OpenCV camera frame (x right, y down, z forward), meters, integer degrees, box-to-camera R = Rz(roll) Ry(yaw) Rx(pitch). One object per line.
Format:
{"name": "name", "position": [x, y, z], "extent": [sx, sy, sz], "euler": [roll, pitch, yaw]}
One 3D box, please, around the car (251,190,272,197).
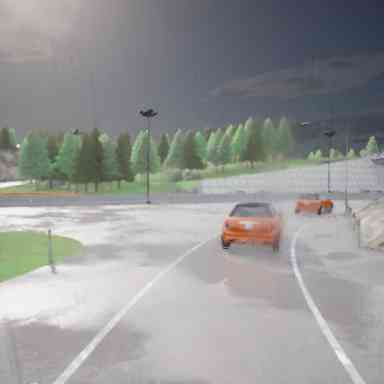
{"name": "car", "position": [14.921, 0.328, 71.333], "extent": [4.181, 1.385, 1.994], "euler": [0, 1, -28]}

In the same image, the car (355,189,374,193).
{"name": "car", "position": [35.738, 0.453, 70.511], "extent": [4.181, 1.385, 1.994], "euler": [0, 1, -28]}

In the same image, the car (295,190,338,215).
{"name": "car", "position": [10.563, 0.941, 28.442], "extent": [2.097, 1.767, 4.553], "euler": [1, 1, 37]}

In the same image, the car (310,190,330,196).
{"name": "car", "position": [30.782, 0.289, 79.767], "extent": [4.718, 1.301, 1.895], "euler": [0, 1, -28]}

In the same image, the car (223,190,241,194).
{"name": "car", "position": [8.032, 0.388, 63.713], "extent": [4.902, 1.511, 2.128], "euler": [0, 1, -28]}

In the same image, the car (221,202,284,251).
{"name": "car", "position": [2.627, 1.188, 13.676], "extent": [2.097, 1.767, 4.553], "euler": [1, 1, 17]}

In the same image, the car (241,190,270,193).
{"name": "car", "position": [11.343, 0.626, 57.562], "extent": [4.718, 1.301, 1.895], "euler": [0, 1, -28]}
